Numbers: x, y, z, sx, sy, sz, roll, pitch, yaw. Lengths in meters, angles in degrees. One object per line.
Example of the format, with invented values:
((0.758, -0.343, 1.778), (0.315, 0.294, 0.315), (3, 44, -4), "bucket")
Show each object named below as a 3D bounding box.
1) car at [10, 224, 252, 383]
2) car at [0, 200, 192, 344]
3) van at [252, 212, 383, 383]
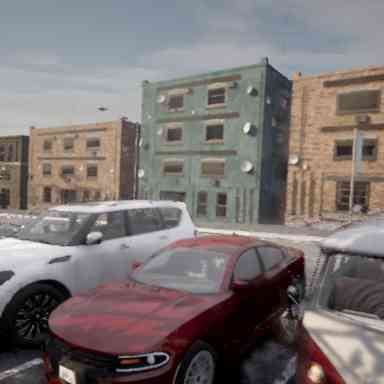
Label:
((0.261, 1.478, 5.217), (2.097, 1.535, 5.008), (0, 0, 35), "car")
((-2.042, 1.225, 6.816), (2.435, 2.045, 5.566), (0, 0, 35), "car")
((2.474, 1.254, 3.491), (1.878, 1.987, 4.442), (0, 0, 35), "van")
